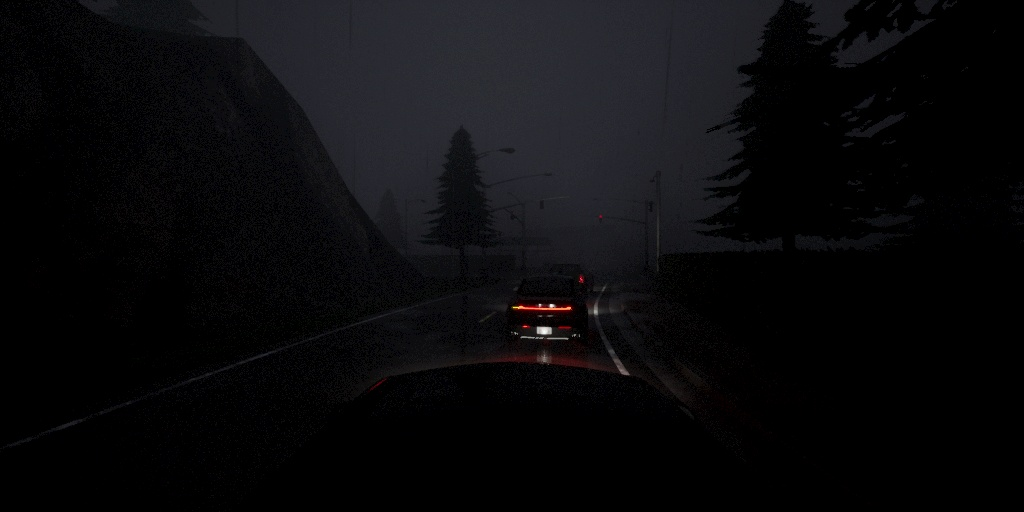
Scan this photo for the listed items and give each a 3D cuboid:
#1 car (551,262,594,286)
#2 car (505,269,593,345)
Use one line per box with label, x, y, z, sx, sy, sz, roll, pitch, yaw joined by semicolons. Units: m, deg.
car;3.019;1.102;18.535;2.097;1.767;4.553;0;0;17
car;1.019;1.255;9.614;1.837;1.490;4.892;0;0;9
